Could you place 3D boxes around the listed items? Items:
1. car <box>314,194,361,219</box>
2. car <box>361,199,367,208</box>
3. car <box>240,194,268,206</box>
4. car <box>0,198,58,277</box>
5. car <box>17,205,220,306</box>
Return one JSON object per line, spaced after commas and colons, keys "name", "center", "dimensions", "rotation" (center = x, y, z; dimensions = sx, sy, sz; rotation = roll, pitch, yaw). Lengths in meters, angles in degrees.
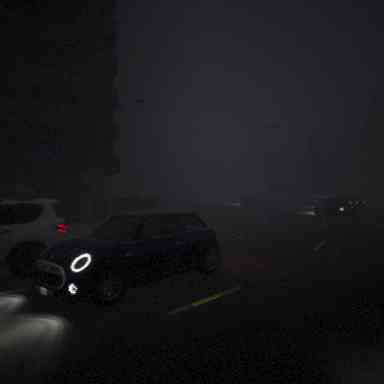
{"name": "car", "center": [10.152, 1.088, 23.867], "dimensions": [1.994, 1.385, 4.181], "rotation": [-1, 1, 8]}
{"name": "car", "center": [13.823, 0.919, 30.803], "dimensions": [2.033, 1.411, 5.357], "rotation": [-1, 1, -5]}
{"name": "car", "center": [7.564, 0.928, 40.930], "dimensions": [1.994, 1.385, 4.181], "rotation": [-1, 1, -20]}
{"name": "car", "center": [-5.998, 1.233, 8.352], "dimensions": [5.566, 2.045, 2.150], "rotation": [-2, 1, -39]}
{"name": "car", "center": [-1.357, 1.281, 8.097], "dimensions": [2.097, 1.767, 4.553], "rotation": [-1, 1, 43]}
